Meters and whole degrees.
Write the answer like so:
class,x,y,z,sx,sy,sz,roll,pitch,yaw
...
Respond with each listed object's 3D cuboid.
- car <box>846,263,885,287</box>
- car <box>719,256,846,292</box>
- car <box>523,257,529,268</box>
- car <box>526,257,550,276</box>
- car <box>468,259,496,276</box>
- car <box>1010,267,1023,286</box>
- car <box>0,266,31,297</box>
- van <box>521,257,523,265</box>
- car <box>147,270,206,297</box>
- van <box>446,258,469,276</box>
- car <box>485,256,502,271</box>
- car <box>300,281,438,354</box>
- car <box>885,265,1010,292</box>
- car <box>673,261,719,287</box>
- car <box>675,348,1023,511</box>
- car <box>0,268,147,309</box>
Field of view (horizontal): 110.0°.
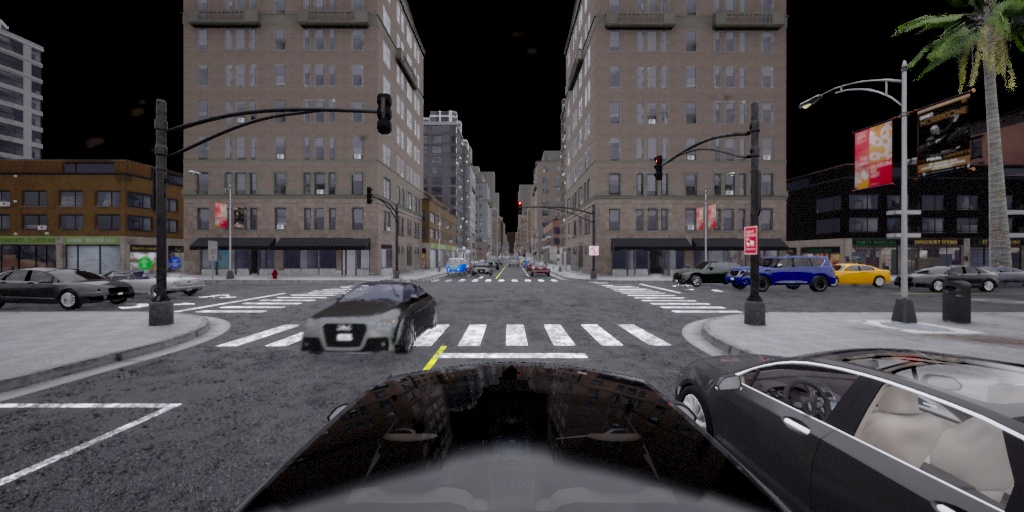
class,x,y,z,sx,sy,sz,roll,pitch,yaw
car,22.615,1.257,24.367,5.008,1.535,1.882,0,0,0
car,15.705,0.993,21.079,5.566,2.045,2.150,0,0,0
car,2.847,1.191,48.322,1.967,1.591,4.097,0,0,0
car,2.800,1.190,36.984,1.967,1.591,4.097,0,0,0
car,-2.970,1.314,36.657,1.994,1.385,4.181,0,0,0
car,32.625,1.363,24.425,4.181,1.385,1.994,0,0,-1
car,-26.893,1.234,17.389,4.674,1.442,1.812,0,0,0
van,2.893,1.091,59.661,1.690,1.789,3.998,0,0,0
car,-17.906,1.323,17.438,4.718,1.301,1.895,0,0,0
van,-5.725,1.091,37.017,1.690,1.789,3.998,0,0,0
car,-2.906,0.968,51.004,2.150,2.045,5.566,0,1,0
car,-3.096,1.315,8.619,1.994,1.385,4.181,0,0,0
car,25.528,1.293,21.135,4.892,1.490,1.837,0,0,0
car,13.401,1.115,24.316,4.553,1.767,2.097,0,0,0
car,2.668,1.300,2.334,2.007,1.370,4.403,0,0,0
car,-17.945,1.231,14.189,4.892,1.490,1.837,0,0,0
